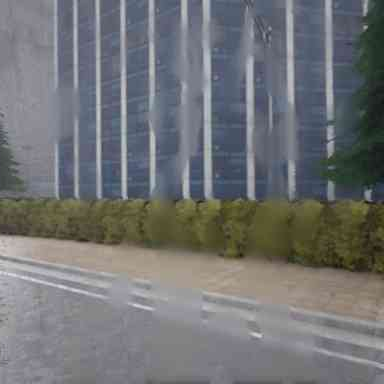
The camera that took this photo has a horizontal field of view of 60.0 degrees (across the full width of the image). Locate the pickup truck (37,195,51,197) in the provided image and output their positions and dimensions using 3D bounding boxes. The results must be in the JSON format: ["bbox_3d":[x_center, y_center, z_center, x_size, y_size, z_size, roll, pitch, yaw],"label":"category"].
[{"bbox_3d":[-31.876,1.782,71.715,6.274,2.098,2.390,0,0,-26],"label":"pickup truck"}]
